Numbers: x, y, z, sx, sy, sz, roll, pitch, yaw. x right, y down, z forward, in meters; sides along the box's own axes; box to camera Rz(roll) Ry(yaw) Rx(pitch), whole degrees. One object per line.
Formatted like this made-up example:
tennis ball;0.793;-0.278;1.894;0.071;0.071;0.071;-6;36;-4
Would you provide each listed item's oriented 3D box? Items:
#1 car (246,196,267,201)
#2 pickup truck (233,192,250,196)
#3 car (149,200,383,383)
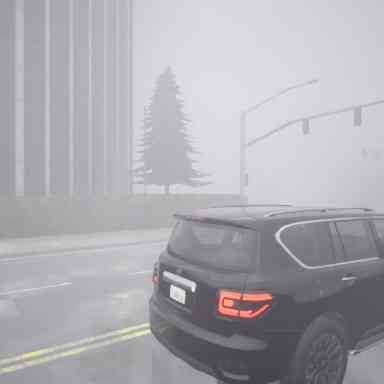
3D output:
car;8.699;1.564;42.767;1.994;1.385;4.181;0;0;-36
pickup truck;10.249;1.059;68.801;2.390;2.098;6.274;0;0;-5
car;2.047;1.221;5.200;5.566;2.045;2.150;0;0;-35
